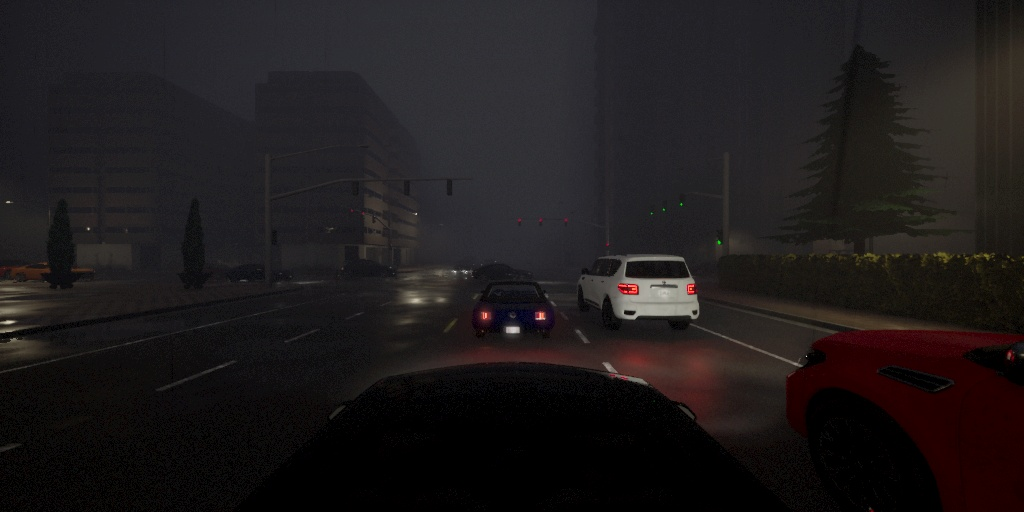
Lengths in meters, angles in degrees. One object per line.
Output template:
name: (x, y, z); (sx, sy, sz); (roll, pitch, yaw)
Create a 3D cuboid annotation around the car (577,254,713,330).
car: (3.576, 0.971, 11.278); (2.150, 2.045, 5.566); (0, 0, -2)

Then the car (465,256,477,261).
car: (-7.156, 0.971, 61.241); (2.150, 2.045, 5.566); (0, 0, 0)

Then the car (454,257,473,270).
car: (-7.147, 1.276, 51.544); (1.812, 1.442, 4.674); (0, 0, 0)

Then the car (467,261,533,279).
car: (-0.748, 1.276, 27.094); (4.674, 1.442, 1.812); (0, 0, 0)

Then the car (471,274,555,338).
car: (0.046, 1.351, 10.150); (1.895, 1.301, 4.718); (0, 0, 0)

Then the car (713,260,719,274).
car: (20.828, 1.228, 37.607); (5.008, 1.535, 1.882); (0, 0, 1)

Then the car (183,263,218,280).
car: (-25.662, 1.313, 30.812); (4.181, 1.385, 1.994); (0, 0, 1)

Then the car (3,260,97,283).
car: (-34.862, 1.227, 27.392); (5.008, 1.535, 1.882); (0, 0, 1)

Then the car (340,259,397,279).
car: (-12.526, 1.101, 31.669); (4.553, 1.767, 2.097); (0, 0, -11)

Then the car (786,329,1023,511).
car: (3.601, 0.971, 0.917); (2.150, 2.045, 5.566); (0, 0, 0)

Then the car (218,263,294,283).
car: (-19.073, 1.276, 27.170); (4.674, 1.442, 1.812); (0, 0, 2)

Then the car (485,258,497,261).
car: (-3.666, 1.255, 55.456); (1.837, 1.490, 4.892); (0, 0, 0)

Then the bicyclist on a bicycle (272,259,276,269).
bicyclist on a bicycle: (-28.690, 1.051, 42.820); (0.582, 1.620, 1.656); (0, 0, 0)

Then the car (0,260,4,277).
car: (-43.196, 1.102, 30.972); (4.553, 1.767, 2.097); (0, 0, 1)
